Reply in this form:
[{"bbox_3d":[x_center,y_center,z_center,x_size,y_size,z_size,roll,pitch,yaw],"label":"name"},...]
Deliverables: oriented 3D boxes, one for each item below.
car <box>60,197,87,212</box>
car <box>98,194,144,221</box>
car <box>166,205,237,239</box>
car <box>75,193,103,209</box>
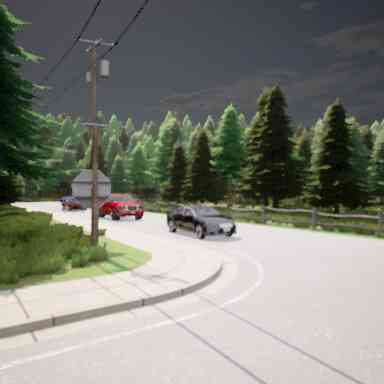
[{"bbox_3d":[-13.493,1.569,38.100,1.895,1.301,4.718,0,0,-34],"label":"car"},{"bbox_3d":[-5.883,1.185,26.907,2.150,2.045,5.566,0,0,-33],"label":"car"},{"bbox_3d":[0.354,1.452,17.208,2.128,1.511,4.902,0,0,-30],"label":"car"},{"bbox_3d":[-14.209,1.188,45.594,2.150,2.045,5.566,0,0,-34],"label":"car"}]
